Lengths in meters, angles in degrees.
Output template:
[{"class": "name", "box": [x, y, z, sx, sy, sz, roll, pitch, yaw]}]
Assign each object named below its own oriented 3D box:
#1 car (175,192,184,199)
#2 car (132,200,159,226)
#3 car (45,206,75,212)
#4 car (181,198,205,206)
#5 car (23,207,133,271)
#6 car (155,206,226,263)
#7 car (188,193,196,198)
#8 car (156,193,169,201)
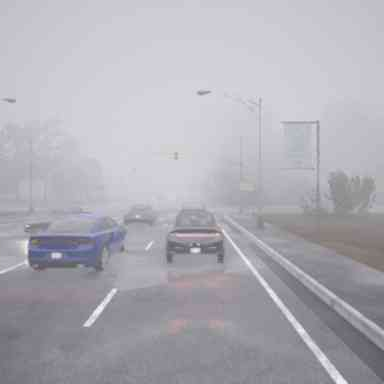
[{"class": "car", "box": [-3.516, 1.174, 89.681, 1.882, 1.535, 5.008, 0, 0, 0]}, {"class": "car", "box": [-3.404, 1.488, 22.868, 1.994, 1.385, 4.181, 0, 0, 0]}, {"class": "car", "box": [-7.078, 1.487, 18.227, 2.033, 1.411, 5.357, 0, 0, 0]}, {"class": "car", "box": [0.096, 1.403, 22.356, 1.882, 1.535, 5.008, 0, 0, 0]}, {"class": "car", "box": [-3.401, 1.442, 10.816, 1.882, 1.535, 5.008, 0, 0, 0]}, {"class": "car", "box": [0.099, 1.449, 11.846, 2.128, 1.511, 4.902, 0, 0, 0]}, {"class": "car", "box": [-0.017, 1.220, 90.065, 2.128, 1.511, 4.902, 0, 0, 0]}, {"class": "car", "box": [-7.014, 1.249, 75.880, 1.837, 1.490, 4.892, 0, 0, 0]}]
